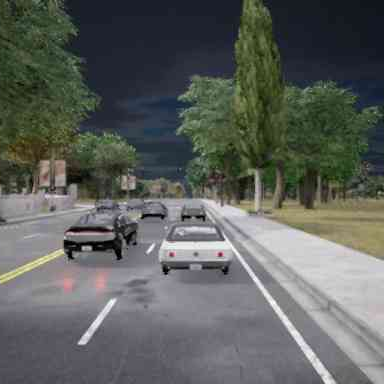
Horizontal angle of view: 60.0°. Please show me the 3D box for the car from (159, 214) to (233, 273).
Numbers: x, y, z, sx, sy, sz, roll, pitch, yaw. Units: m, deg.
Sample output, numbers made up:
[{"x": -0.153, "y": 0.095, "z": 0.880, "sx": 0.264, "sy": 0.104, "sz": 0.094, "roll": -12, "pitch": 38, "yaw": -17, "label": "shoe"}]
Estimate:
[{"x": 0.095, "y": 1.585, "z": 10.524, "sx": 1.895, "sy": 1.301, "sz": 4.718, "roll": 0, "pitch": 0, "yaw": 0, "label": "car"}]

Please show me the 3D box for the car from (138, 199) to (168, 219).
[{"x": -3.143, "y": 1.545, "z": 28.622, "sx": 1.994, "sy": 1.385, "sz": 4.181, "roll": 0, "pitch": 0, "yaw": 0, "label": "car"}]

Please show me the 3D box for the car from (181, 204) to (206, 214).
[{"x": 0.106, "y": 1.581, "z": 26.451, "sx": 1.895, "sy": 1.301, "sz": 4.718, "roll": 0, "pitch": 0, "yaw": 0, "label": "car"}]

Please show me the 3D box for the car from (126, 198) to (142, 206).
[{"x": -6.542, "y": 1.506, "z": 39.165, "sx": 1.837, "sy": 1.490, "sz": 4.892, "roll": 0, "pitch": -1, "yaw": 0, "label": "car"}]

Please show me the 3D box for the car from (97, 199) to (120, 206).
[{"x": -9.793, "y": 1.564, "z": 39.103, "sx": 1.994, "sy": 1.385, "sz": 4.181, "roll": 0, "pitch": 0, "yaw": 0, "label": "car"}]

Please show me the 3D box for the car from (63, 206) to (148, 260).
[{"x": -3.148, "y": 1.474, "z": 12.376, "sx": 2.128, "sy": 1.511, "sz": 4.902, "roll": 0, "pitch": 0, "yaw": 0, "label": "car"}]
